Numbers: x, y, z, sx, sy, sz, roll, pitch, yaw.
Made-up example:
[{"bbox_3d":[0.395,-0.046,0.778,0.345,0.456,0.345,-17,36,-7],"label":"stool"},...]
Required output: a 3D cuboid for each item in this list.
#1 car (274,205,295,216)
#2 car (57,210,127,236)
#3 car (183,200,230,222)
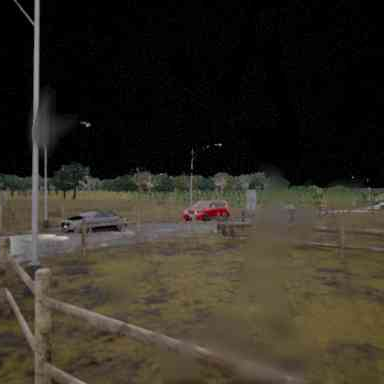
[{"bbox_3d":[13.340,2.583,47.812,1.837,1.490,4.892,1,-2,36],"label":"car"},{"bbox_3d":[-6.018,1.827,20.430,1.994,1.385,4.181,1,-1,35],"label":"car"},{"bbox_3d":[1.472,1.772,31.078,2.150,2.045,5.566,1,-1,35],"label":"car"}]
